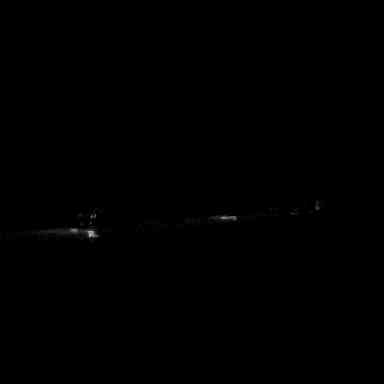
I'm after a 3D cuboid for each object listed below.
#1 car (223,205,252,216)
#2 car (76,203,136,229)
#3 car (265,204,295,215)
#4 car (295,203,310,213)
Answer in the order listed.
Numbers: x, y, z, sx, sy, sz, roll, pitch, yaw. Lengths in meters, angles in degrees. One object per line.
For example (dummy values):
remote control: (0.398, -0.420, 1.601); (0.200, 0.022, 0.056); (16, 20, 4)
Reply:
car: (5.753, 2.314, 41.946); (1.895, 1.301, 4.718); (0, -1, 36)
car: (-6.375, 1.714, 24.973); (2.097, 1.767, 4.553); (0, -1, 35)
car: (11.773, 2.371, 45.414); (2.033, 1.411, 5.357); (0, -1, 36)
car: (17.510, 2.489, 53.529); (1.837, 1.490, 4.892); (0, -1, 36)
